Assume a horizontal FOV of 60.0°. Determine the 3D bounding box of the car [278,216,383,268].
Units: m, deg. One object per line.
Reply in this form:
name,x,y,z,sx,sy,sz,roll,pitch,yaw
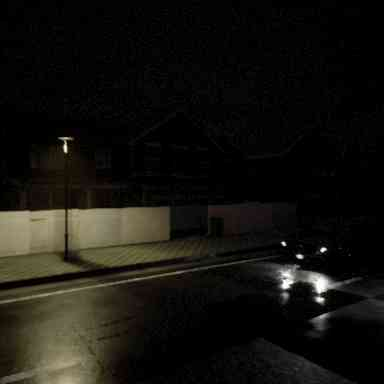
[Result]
car,5.389,1.544,11.522,5.357,1.411,2.033,0,0,-36
